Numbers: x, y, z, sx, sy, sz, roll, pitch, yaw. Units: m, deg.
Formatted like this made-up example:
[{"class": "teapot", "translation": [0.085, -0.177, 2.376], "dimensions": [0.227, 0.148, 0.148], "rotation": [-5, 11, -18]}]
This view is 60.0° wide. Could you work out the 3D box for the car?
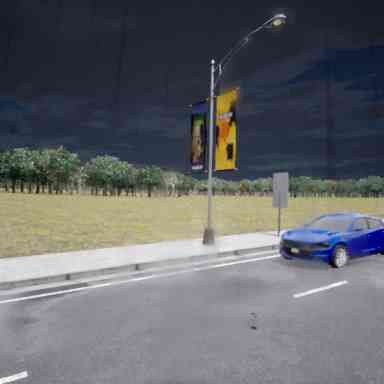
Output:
[{"class": "car", "translation": [5.089, 1.480, 11.326], "dimensions": [5.008, 1.535, 1.882], "rotation": [0, 0, -36]}]
